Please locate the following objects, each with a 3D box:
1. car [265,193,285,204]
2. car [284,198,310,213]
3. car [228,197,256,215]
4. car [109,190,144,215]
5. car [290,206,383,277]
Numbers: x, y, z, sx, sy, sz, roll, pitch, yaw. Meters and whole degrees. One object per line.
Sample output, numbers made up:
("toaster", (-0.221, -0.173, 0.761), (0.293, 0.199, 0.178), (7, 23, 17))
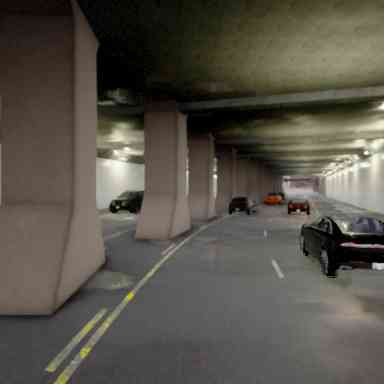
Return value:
("car", (12.040, 0.856, 48.919), (2.097, 1.767, 4.553), (0, 1, 19))
("car", (9.936, 1.293, 30.977), (1.895, 1.301, 4.718), (0, 1, 18))
("car", (4.579, 1.190, 30.240), (1.837, 1.490, 4.892), (0, 1, 19))
("car", (-5.305, 0.879, 30.160), (2.150, 2.045, 5.566), (0, 1, 18))
("car", (4.463, 1.397, 9.748), (2.128, 1.511, 4.902), (0, 1, 7))
